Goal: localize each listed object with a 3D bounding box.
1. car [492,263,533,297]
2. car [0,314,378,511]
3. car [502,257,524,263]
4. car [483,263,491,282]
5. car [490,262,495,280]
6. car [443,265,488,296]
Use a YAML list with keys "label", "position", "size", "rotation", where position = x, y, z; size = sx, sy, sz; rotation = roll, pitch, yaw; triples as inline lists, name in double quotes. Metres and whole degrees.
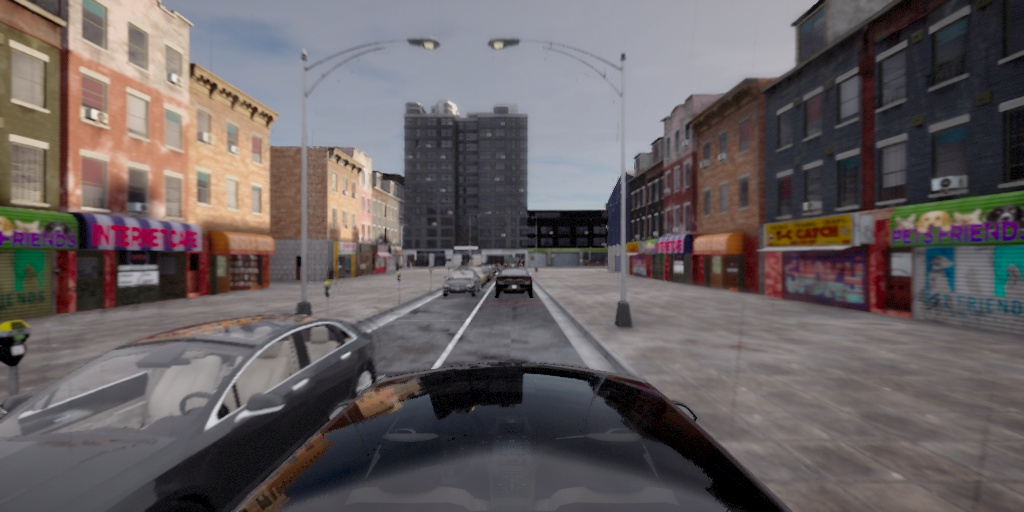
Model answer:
- label: "car"
  position: [0.107, 1.306, 19.364]
  size: [1.882, 1.535, 5.008]
  rotation: [0, 0, 0]
- label: "car"
  position: [-2.637, 1.307, 3.195]
  size: [2.007, 1.370, 4.403]
  rotation: [0, 0, 0]
- label: "car"
  position: [0.109, 1.135, 38.658]
  size: [2.150, 2.045, 5.566]
  rotation: [0, 0, 0]
- label: "car"
  position: [-2.631, 1.379, 24.834]
  size: [1.751, 1.417, 4.829]
  rotation: [0, 0, 0]
- label: "car"
  position: [-2.630, 1.444, 30.456]
  size: [1.948, 1.339, 4.313]
  rotation: [0, 0, 0]
- label: "car"
  position: [-2.633, 1.380, 19.552]
  size: [2.007, 1.370, 4.403]
  rotation: [0, 0, 0]
